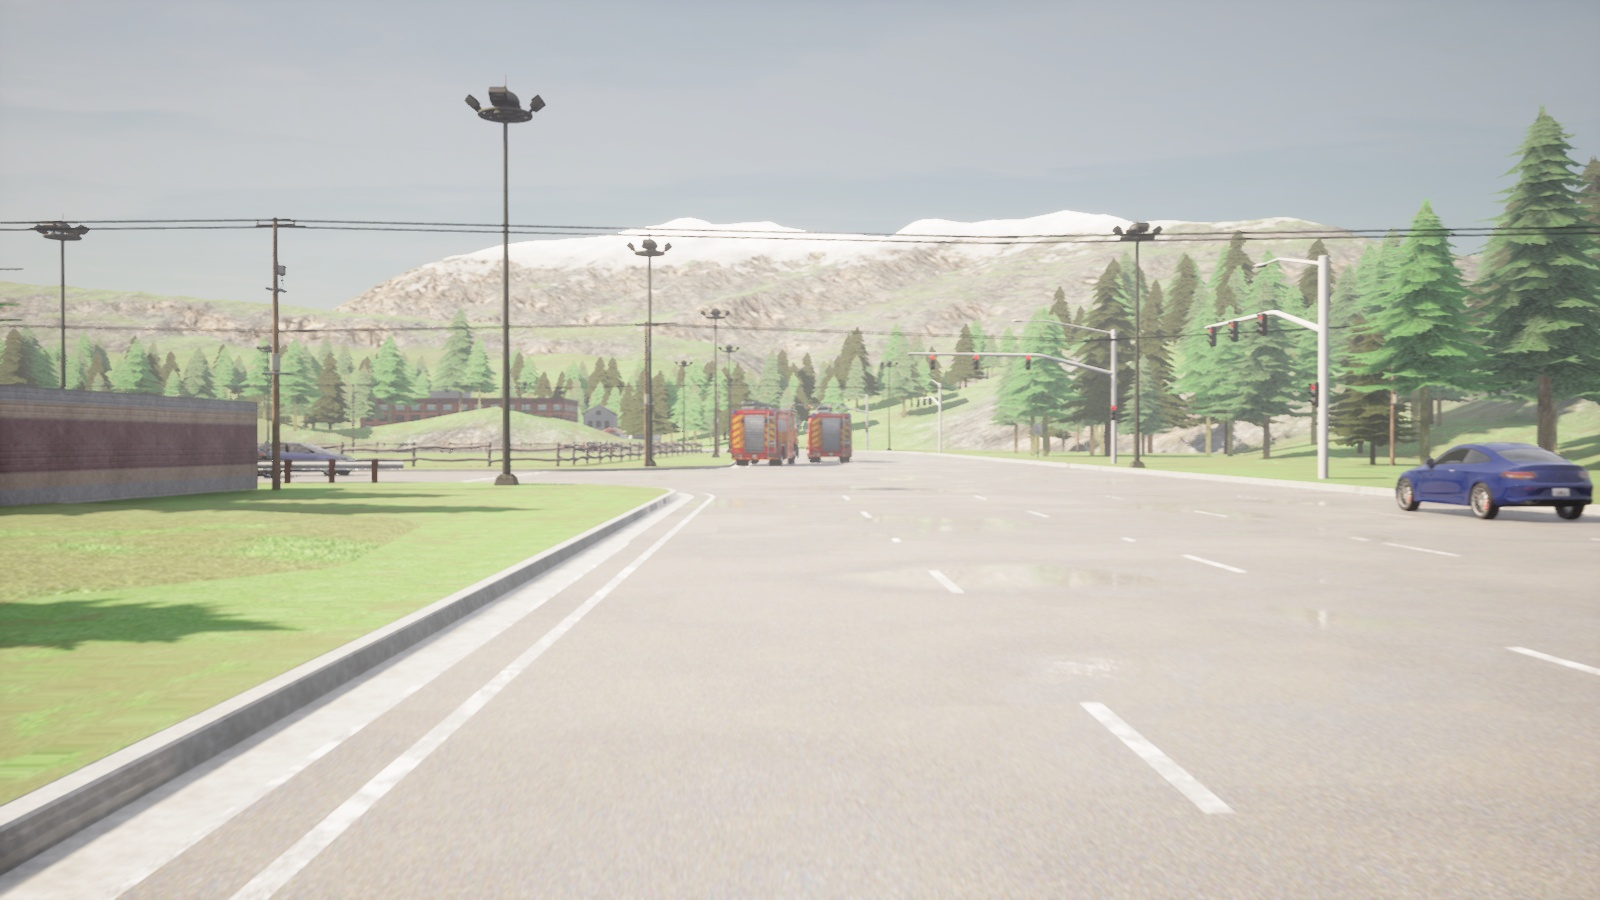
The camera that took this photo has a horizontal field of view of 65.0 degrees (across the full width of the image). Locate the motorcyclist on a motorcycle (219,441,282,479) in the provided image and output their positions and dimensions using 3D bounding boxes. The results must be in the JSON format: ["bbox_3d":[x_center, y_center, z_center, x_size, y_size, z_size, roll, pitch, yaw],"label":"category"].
[{"bbox_3d":[-22.230,0.411,50.822,2.191,1.530,0.866,0,0,-1],"label":"motorcyclist on a motorcycle"}]

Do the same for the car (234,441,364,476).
[{"bbox_3d":[-21.622,0.352,54.336,4.792,1.488,2.163,0,0,-1],"label":"car"}]

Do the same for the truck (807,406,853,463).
[{"bbox_3d":[2.069,-1.042,88.630,2.891,3.827,8.468,0,0,-1],"label":"truck"}]

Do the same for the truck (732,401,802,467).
[{"bbox_3d":[-1.953,-0.967,78.045,2.891,3.827,8.468,0,0,9],"label":"truck"}]

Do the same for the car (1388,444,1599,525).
[{"bbox_3d":[13.616,0.605,24.708,1.812,1.442,4.674,0,0,-1],"label":"car"}]
